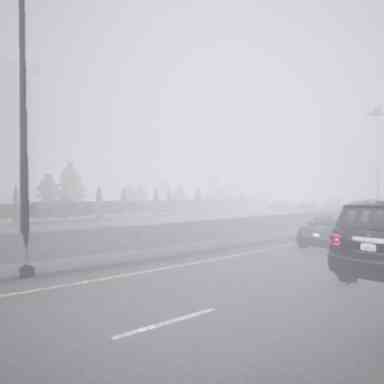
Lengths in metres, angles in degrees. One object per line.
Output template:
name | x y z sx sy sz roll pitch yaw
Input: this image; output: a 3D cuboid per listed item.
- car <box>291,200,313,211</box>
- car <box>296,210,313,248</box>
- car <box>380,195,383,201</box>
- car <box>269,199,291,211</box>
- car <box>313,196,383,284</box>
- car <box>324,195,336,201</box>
car | 13.889 1.689 40.359 1.895 1.301 4.718 -1 0 31
car | 6.086 1.571 13.761 4.181 1.385 1.994 0 0 -43
car | 47.904 1.433 81.350 2.033 1.411 5.357 -1 0 17
car | 11.581 1.669 43.307 2.033 1.411 5.357 -1 0 30
car | 5.597 1.215 8.508 5.566 2.045 2.150 0 0 -41
car | 31.264 1.320 75.372 2.033 1.411 5.357 -1 0 17
